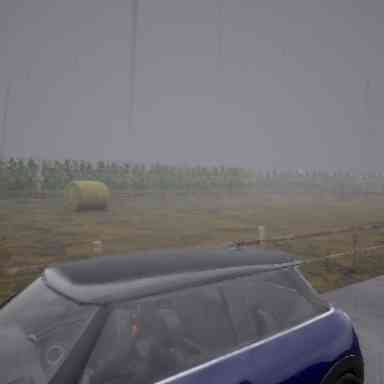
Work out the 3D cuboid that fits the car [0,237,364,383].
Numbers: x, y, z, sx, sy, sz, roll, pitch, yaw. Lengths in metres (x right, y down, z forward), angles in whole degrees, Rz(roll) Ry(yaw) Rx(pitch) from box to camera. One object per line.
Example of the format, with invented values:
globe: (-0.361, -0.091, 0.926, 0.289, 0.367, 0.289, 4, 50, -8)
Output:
car: (-0.669, 1.351, 2.595, 4.553, 1.767, 2.097, 0, 0, -36)
